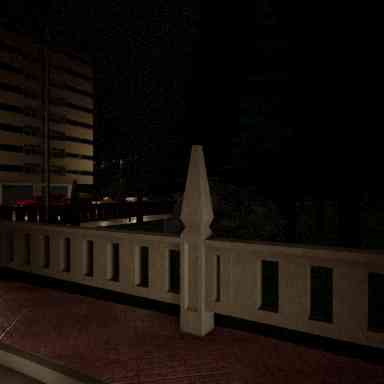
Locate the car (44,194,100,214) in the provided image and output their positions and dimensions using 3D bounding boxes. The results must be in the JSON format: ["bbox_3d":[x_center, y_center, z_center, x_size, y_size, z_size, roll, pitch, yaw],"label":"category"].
[{"bbox_3d":[-12.071,1.407,33.699,2.097,1.767,4.553,0,0,29],"label":"car"}]

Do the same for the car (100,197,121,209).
[{"bbox_3d":[-10.383,1.408,43.946,2.097,1.767,4.553,0,0,29],"label":"car"}]

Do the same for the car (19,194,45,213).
[{"bbox_3d":[-15.532,1.277,34.668,2.150,2.045,5.566,0,0,29],"label":"car"}]

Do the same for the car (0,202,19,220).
[{"bbox_3d":[-16.529,1.547,25.641,2.128,1.511,4.902,0,0,29],"label":"car"}]

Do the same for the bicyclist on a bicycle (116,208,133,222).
[{"bbox_3d":[-4.880,1.356,24.007,1.656,1.620,0.582,0,0,29],"label":"bicyclist on a bicycle"}]
